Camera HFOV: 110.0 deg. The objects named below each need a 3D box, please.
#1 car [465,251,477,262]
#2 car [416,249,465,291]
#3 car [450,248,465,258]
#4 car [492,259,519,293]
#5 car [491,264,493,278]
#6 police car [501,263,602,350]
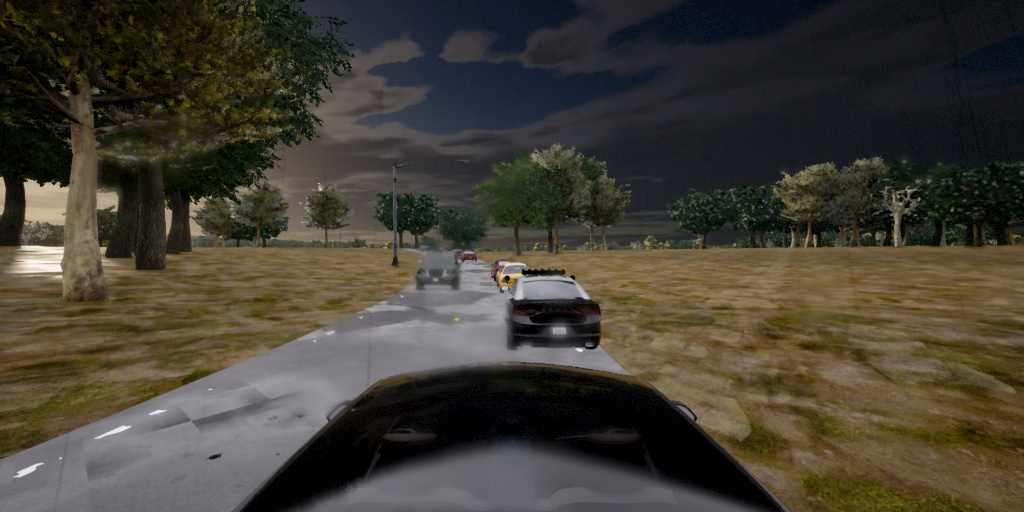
[{"bbox_3d":[-6.215,-0.035,51.198,1.882,1.535,5.008,0,2,-14],"label":"car"},{"bbox_3d":[-4.048,0.776,20.578,2.150,2.045,5.566,0,1,-6],"label":"car"},{"bbox_3d":[-9.661,-0.568,63.369,1.837,1.490,4.892,0,3,-19],"label":"car"},{"bbox_3d":[0.120,1.017,19.309,1.801,1.575,5.366,-2,2,-5],"label":"car"},{"bbox_3d":[-0.464,0.930,25.167,1.812,1.442,4.674,-1,1,-7],"label":"car"},{"bbox_3d":[0.777,1.143,9.146,1.930,1.638,5.238,0,0,-2],"label":"police car"}]
